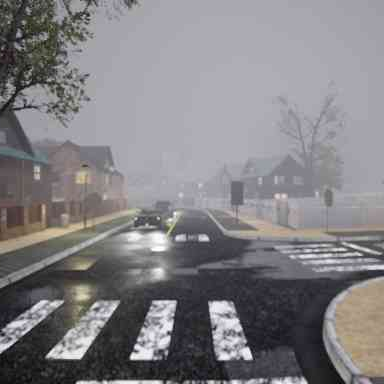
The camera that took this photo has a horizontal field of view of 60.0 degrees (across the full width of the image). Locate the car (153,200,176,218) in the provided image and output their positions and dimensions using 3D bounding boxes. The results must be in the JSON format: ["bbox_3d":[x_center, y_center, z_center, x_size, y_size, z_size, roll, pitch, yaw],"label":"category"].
[{"bbox_3d":[-2.922,1.628,33.832,2.097,1.767,4.553,0,0,-1],"label":"car"}]

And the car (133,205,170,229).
[{"bbox_3d":[-2.853,1.792,23.351,1.895,1.301,4.718,0,0,0],"label":"car"}]

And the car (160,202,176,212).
[{"bbox_3d":[-3.323,1.997,45.764,1.895,1.301,4.718,0,-1,-8],"label":"car"}]
